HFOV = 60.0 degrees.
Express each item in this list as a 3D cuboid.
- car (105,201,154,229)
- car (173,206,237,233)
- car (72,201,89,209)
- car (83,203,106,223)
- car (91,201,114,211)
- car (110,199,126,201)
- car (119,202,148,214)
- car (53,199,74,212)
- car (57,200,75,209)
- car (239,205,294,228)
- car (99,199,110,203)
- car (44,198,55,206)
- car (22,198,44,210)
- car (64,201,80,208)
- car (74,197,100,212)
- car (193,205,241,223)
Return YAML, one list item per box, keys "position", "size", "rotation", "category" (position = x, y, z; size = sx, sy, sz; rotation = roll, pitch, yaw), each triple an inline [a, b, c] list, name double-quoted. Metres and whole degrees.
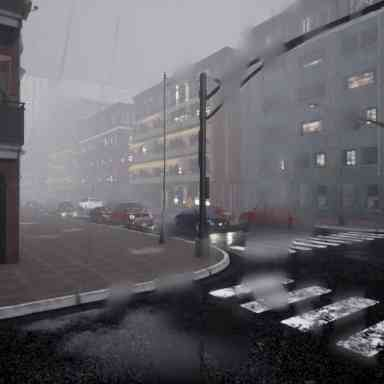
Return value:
- position: [-4.389, 1.694, 24.083]
  size: [1.967, 1.590, 4.097]
  rotation: [-1, 0, -35]
  category: "car"
- position: [0.545, 1.759, 21.371]
  size: [1.994, 1.385, 4.181]
  rotation: [0, -1, -35]
  category: "car"
- position: [-20.274, 2.325, 60.414]
  size: [1.802, 1.307, 4.206]
  rotation: [-1, 0, -35]
  category: "car"
- position: [-7.576, 1.904, 28.624]
  size: [1.802, 1.307, 4.206]
  rotation: [-1, 0, -35]
  category: "car"
- position: [-13.896, 2.158, 51.333]
  size: [2.008, 1.369, 4.403]
  rotation: [-1, 0, -35]
  category: "car"
- position: [-5.244, 1.672, 29.610]
  size: [2.097, 1.767, 4.553]
  rotation: [0, -1, -35]
  category: "car"
- position: [-7.518, 2.037, 42.252]
  size: [1.947, 1.339, 4.313]
  rotation: [-1, 0, -35]
  category: "car"
- position: [-18.339, 2.108, 48.396]
  size: [1.837, 1.490, 4.892]
  rotation: [0, -1, -35]
  category: "car"
- position: [-22.519, 2.270, 59.332]
  size: [1.812, 1.442, 4.674]
  rotation: [0, -1, -35]
  category: "car"
- position: [5.243, 1.638, 24.095]
  size: [1.967, 1.590, 4.097]
  rotation: [-1, 0, -35]
  category: "car"
- position: [-10.711, 1.855, 46.793]
  size: [2.192, 1.841, 5.009]
  rotation: [-1, 0, -35]
  category: "car"
- position: [-33.035, 2.327, 78.577]
  size: [2.192, 1.841, 5.009]
  rotation: [-1, 0, -35]
  category: "car"
- position: [-26.713, 2.170, 55.868]
  size: [1.967, 1.590, 4.097]
  rotation: [-1, 0, -35]
  category: "car"
- position: [-23.463, 2.376, 64.955]
  size: [1.947, 1.339, 4.313]
  rotation: [-1, 0, -35]
  category: "car"
- position: [-14.872, 1.803, 48.474]
  size: [2.150, 2.045, 5.566]
  rotation: [0, -1, -35]
  category: "car"
- position: [2.053, 1.849, 28.633]
  size: [1.802, 1.307, 4.206]
  rotation: [-1, 0, -35]
  category: "car"
